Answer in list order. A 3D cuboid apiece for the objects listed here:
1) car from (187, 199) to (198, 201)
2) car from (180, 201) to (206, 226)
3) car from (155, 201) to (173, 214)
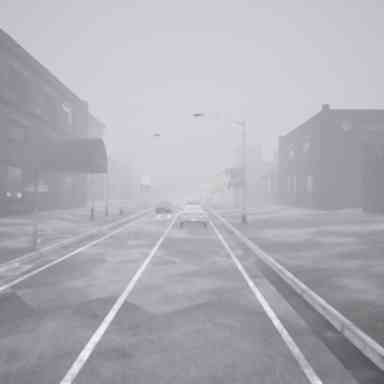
[{"bbox_3d":[0.081,1.698,43.010,2.163,1.488,4.792,0,0,0],"label":"car"},{"bbox_3d":[0.089,1.672,24.851,1.812,1.442,4.674,0,0,0],"label":"car"},{"bbox_3d":[-3.102,1.720,38.067,2.033,1.411,5.357,0,0,0],"label":"car"}]
